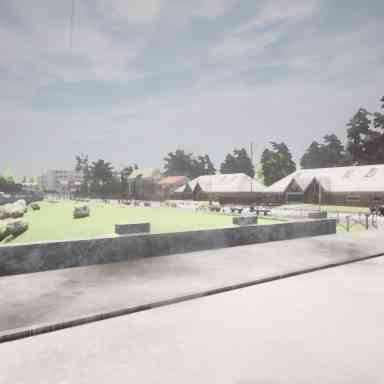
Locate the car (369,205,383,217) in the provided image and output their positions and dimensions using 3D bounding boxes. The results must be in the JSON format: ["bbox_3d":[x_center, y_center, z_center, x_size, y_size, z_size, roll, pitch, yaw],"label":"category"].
[{"bbox_3d":[18.213,1.504,29.207,1.837,1.490,4.892,-2,1,-37],"label":"car"}]
